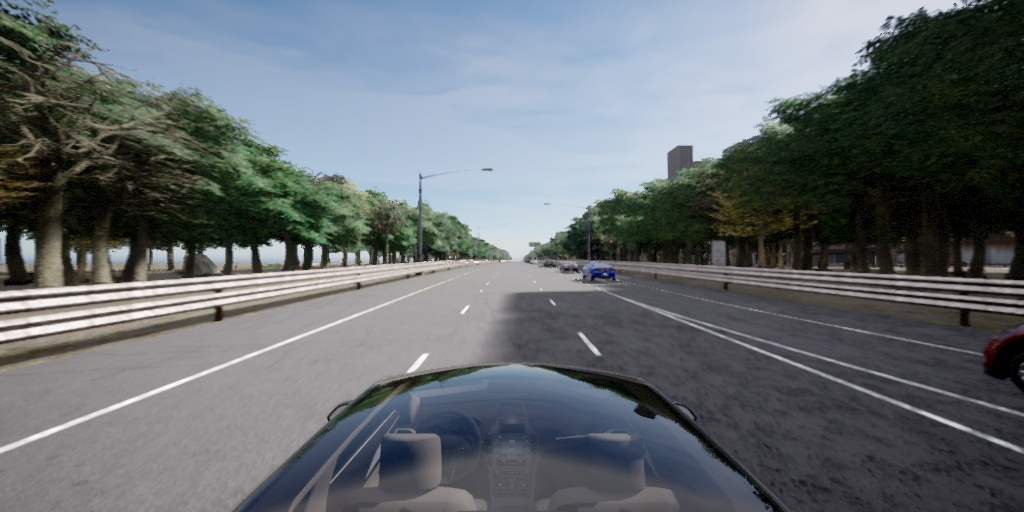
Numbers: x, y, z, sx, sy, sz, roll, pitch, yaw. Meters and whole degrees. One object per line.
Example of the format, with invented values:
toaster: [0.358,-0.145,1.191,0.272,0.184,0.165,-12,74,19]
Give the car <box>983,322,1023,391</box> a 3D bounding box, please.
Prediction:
car: [8.465,1.115,3.601,2.097,1.767,4.553,0,0,-9]

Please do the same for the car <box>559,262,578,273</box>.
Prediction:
car: [7.035,1.368,44.693,1.895,1.301,4.718,0,0,0]

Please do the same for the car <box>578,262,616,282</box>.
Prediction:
car: [7.013,1.234,29.435,1.882,1.535,5.008,0,0,0]
